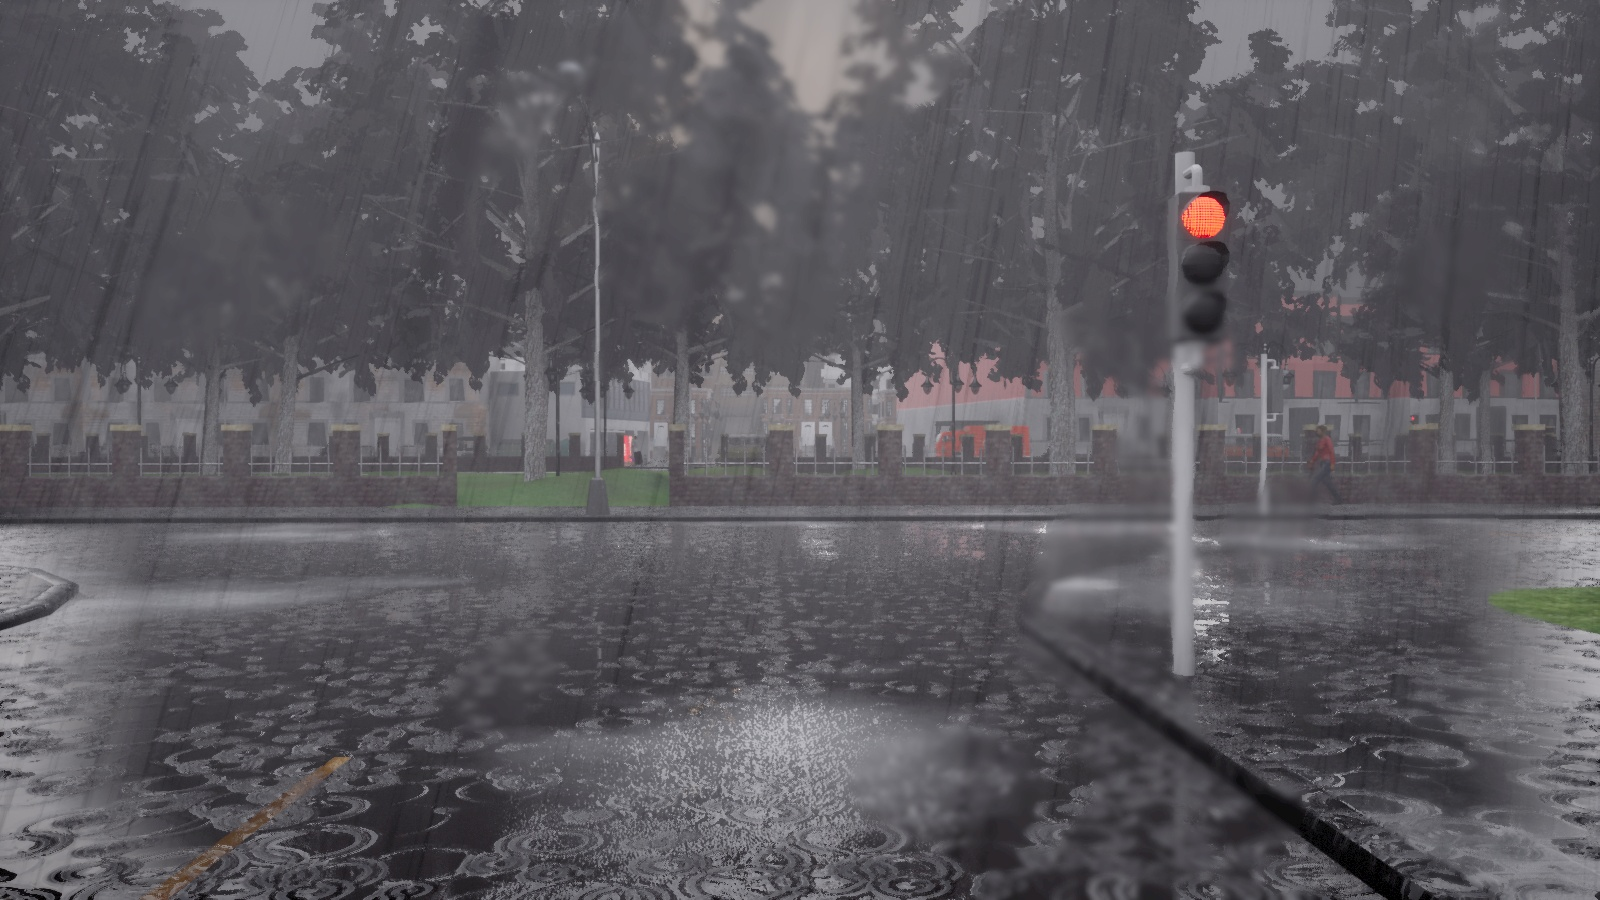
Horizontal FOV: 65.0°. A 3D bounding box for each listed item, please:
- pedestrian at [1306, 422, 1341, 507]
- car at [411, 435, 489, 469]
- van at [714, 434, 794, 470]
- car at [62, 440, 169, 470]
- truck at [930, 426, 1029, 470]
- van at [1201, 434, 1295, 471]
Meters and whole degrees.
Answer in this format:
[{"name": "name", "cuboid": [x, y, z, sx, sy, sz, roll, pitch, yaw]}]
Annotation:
[{"name": "pedestrian", "cuboid": [11.453, 0.310, 27.498, 0.636, 1.846, 0.331, 0, 0, 6]}, {"name": "car", "cuboid": [-19.636, 0.128, 70.577, 3.866, 1.878, 1.905, 0, 0, -2]}, {"name": "van", "cuboid": [-2.598, 0.096, 71.107, 4.442, 1.987, 1.775, 0, 0, -2]}, {"name": "car", "cuboid": [-38.113, 0.251, 69.985, 4.856, 1.649, 2.033, 0, 0, -2]}, {"name": "truck", "cuboid": [10.182, -0.136, 71.498, 5.204, 2.467, 2.627, 0, 0, -2]}, {"name": "van", "cuboid": [24.194, 0.135, 67.941, 4.442, 1.987, 1.775, 0, 0, -1]}]
